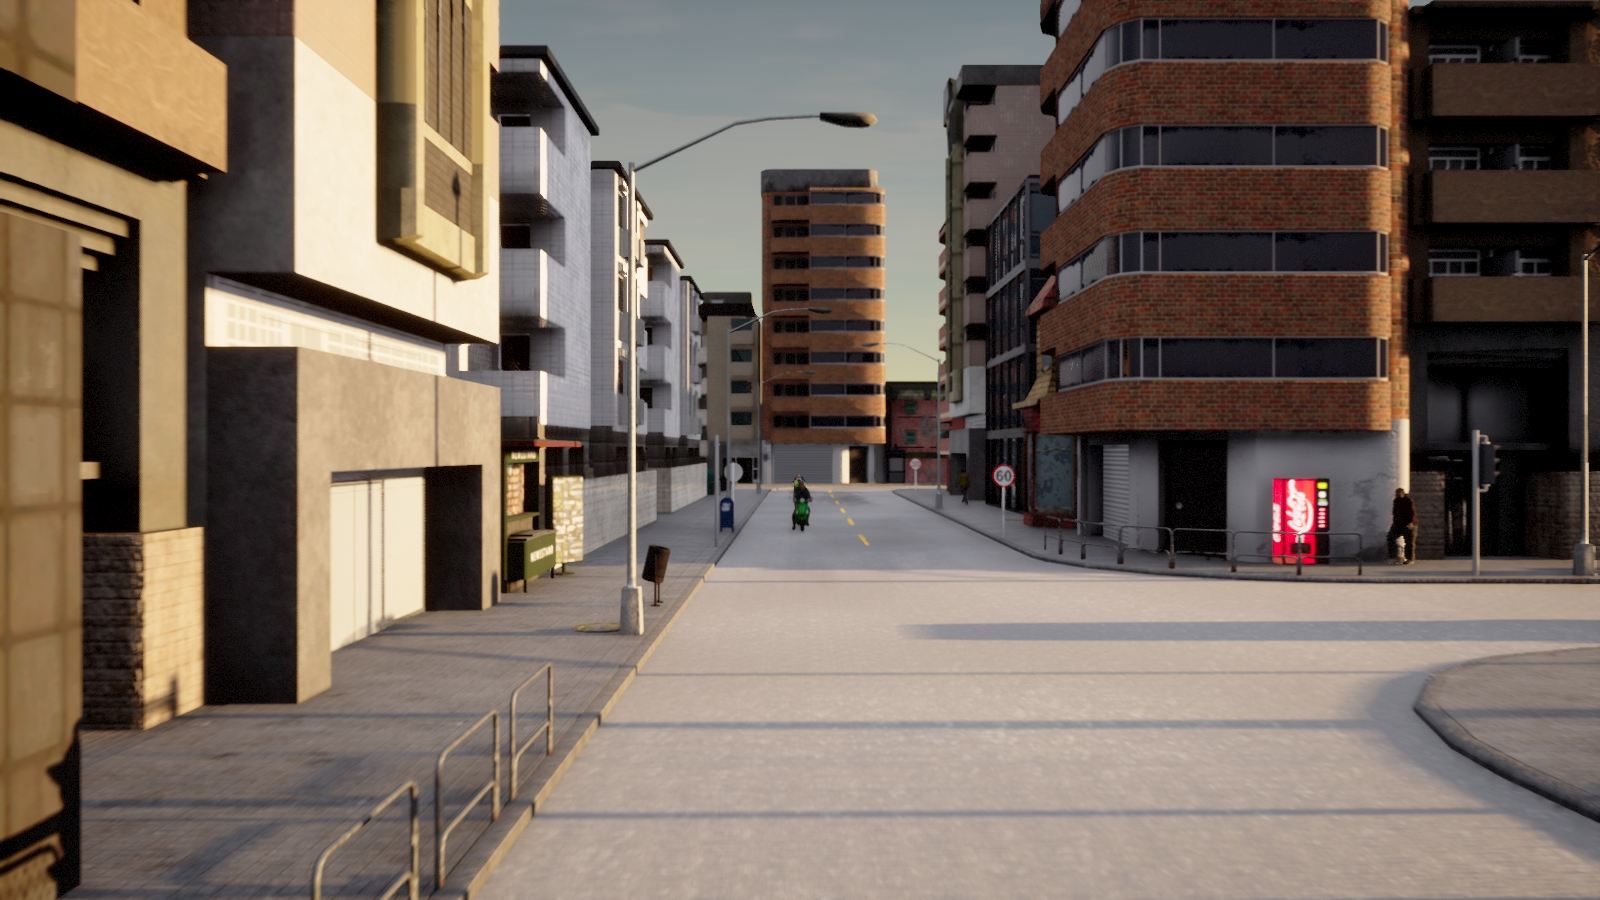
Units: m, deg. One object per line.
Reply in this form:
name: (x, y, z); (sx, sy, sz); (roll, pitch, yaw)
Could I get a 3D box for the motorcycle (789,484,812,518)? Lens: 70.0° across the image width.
motorcycle: (0.022, 1.962, 44.109); (0.856, 1.236, 1.805); (0, 0, 0)

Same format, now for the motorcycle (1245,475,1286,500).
motorcycle: (24.395, 1.961, 59.861); (1.805, 1.236, 0.856); (0, 0, 2)

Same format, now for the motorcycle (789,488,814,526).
motorcycle: (0.064, 1.962, 39.800); (0.856, 1.236, 1.805); (0, 0, 0)

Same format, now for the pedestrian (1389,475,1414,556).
pedestrian: (13.958, 1.516, 26.515); (0.375, 1.860, 0.375); (0, 0, -17)

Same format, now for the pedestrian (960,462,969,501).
pedestrian: (8.007, 1.523, 55.656); (0.375, 1.860, 0.375); (0, 0, -8)
